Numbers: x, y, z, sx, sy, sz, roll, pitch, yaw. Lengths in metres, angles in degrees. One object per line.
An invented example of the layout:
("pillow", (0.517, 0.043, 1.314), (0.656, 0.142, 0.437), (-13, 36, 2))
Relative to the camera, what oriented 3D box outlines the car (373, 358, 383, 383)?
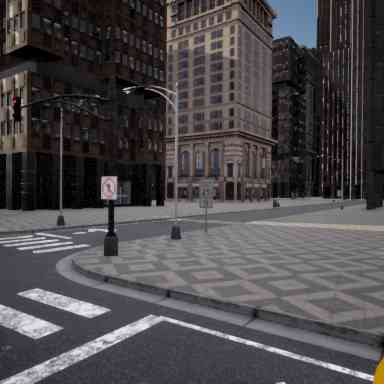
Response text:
("car", (3.469, 1.478, 1.219), (5.008, 1.535, 1.882), (0, 0, 35))
